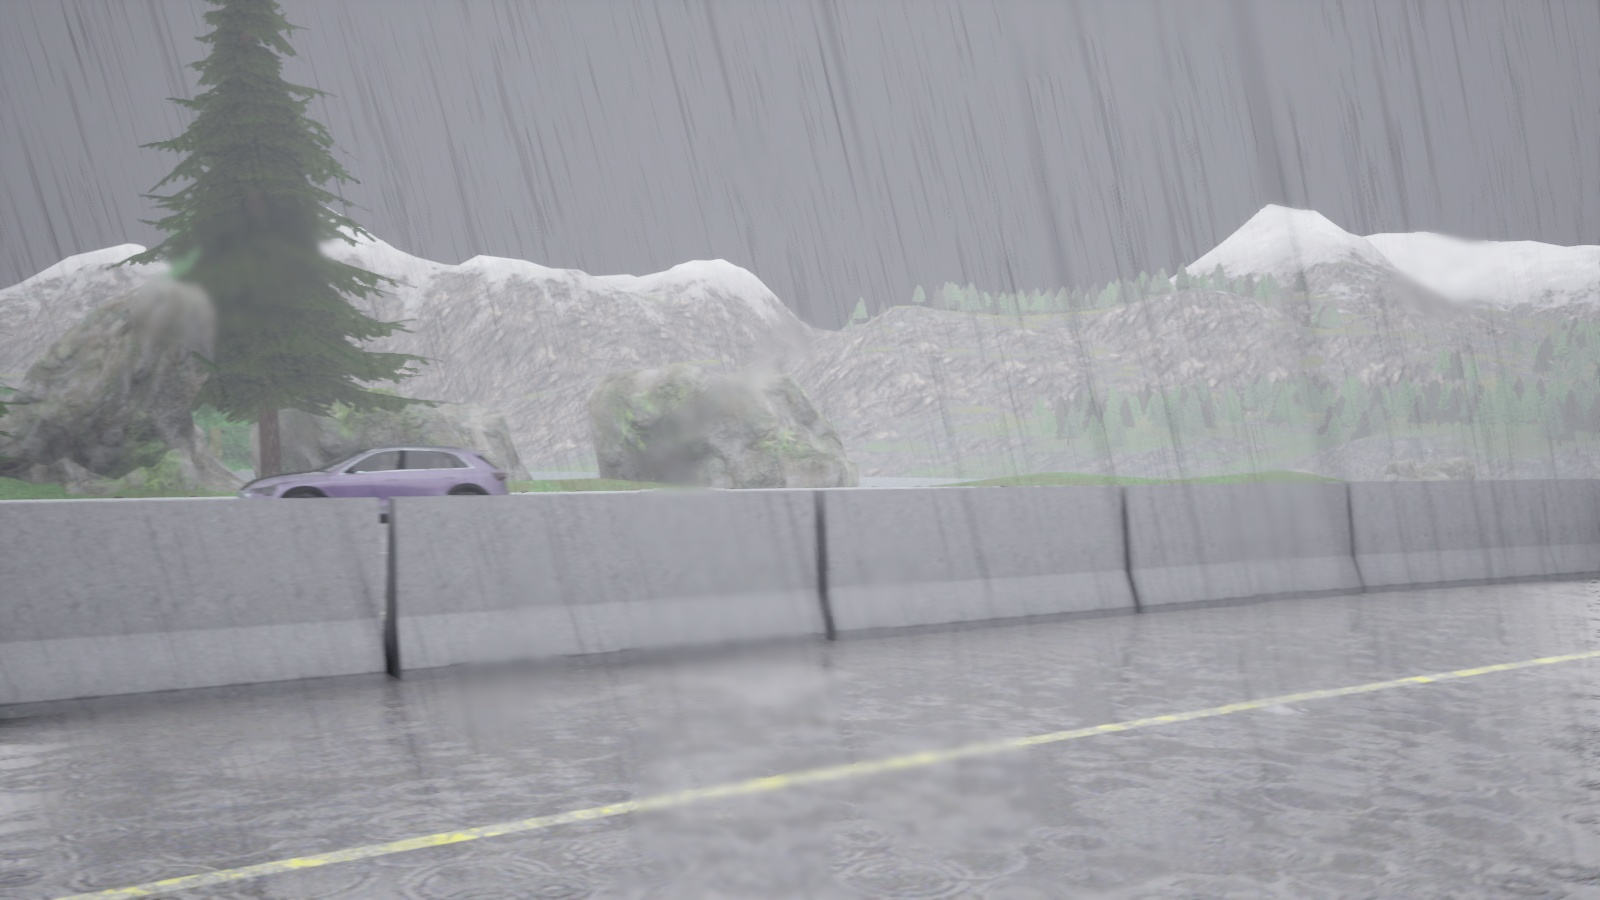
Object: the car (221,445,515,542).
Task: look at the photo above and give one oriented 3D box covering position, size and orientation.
[{"bbox_3d":[-8.013,0.739,23.440,4.856,1.649,2.033,0,0,-32],"label":"car"}]
